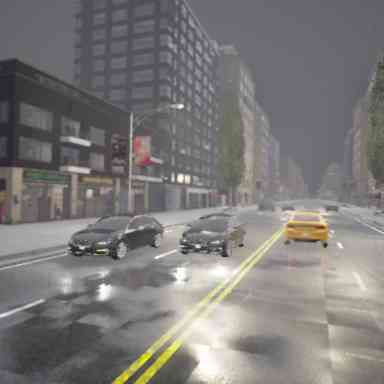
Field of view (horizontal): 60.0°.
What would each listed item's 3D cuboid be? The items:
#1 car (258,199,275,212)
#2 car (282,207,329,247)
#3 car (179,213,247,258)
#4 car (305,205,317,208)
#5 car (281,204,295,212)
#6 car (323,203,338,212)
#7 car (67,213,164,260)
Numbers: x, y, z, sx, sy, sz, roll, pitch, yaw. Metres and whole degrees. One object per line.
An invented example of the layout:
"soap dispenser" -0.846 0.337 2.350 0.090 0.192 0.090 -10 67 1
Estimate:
"car" 12.095 2.102 53.481 2.150 2.045 5.566 1 -1 21
"car" 5.956 1.808 17.275 1.882 1.535 5.008 1 -1 20
"car" 1.036 1.694 13.859 1.837 1.490 4.892 1 -1 20
"car" 16.368 2.476 45.762 1.895 1.301 4.718 1 -1 20
"car" 15.194 2.530 52.529 1.895 1.301 4.718 1 -1 20
"car" 23.962 2.638 57.075 1.882 1.535 5.008 1 0 20
"car" -2.728 1.607 13.031 1.837 1.490 4.892 1 -1 20
